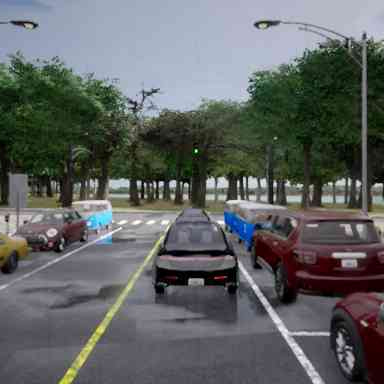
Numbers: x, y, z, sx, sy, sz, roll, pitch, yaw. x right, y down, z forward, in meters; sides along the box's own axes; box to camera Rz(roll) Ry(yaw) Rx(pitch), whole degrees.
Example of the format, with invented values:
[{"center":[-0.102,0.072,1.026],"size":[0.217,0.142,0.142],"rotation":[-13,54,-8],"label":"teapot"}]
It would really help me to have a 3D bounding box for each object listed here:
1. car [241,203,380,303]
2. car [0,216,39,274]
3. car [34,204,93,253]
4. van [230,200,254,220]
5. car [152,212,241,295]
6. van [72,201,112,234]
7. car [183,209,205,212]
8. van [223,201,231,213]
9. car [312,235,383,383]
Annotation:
[{"center":[2.760,1.338,8.217],"size":[2.192,1.841,5.009],"rotation":[0,0,0],"label":"car"},{"center":[-5.765,1.548,8.045],"size":[1.752,1.417,4.829],"rotation":[0,0,0],"label":"car"},{"center":[-5.766,1.480,13.653],"size":[1.967,1.590,4.097],"rotation":[0,0,0],"label":"car"},{"center":[2.759,1.380,13.654],"size":[1.690,1.788,3.998],"rotation":[0,0,0],"label":"van"},{"center":[0.088,1.517,8.810],"size":[2.128,1.511,4.902],"rotation":[0,0,0],"label":"car"},{"center":[-5.767,1.396,19.091],"size":[1.690,1.788,3.998],"rotation":[0,0,0],"label":"van"},{"center":[0.084,1.619,18.720],"size":[1.994,1.385,4.181],"rotation":[0,0,1],"label":"car"},{"center":[2.758,1.396,19.092],"size":[1.690,1.788,3.998],"rotation":[0,0,0],"label":"van"},{"center":[2.761,1.448,2.779],"size":[1.967,1.590,4.097],"rotation":[0,0,0],"label":"car"}]
